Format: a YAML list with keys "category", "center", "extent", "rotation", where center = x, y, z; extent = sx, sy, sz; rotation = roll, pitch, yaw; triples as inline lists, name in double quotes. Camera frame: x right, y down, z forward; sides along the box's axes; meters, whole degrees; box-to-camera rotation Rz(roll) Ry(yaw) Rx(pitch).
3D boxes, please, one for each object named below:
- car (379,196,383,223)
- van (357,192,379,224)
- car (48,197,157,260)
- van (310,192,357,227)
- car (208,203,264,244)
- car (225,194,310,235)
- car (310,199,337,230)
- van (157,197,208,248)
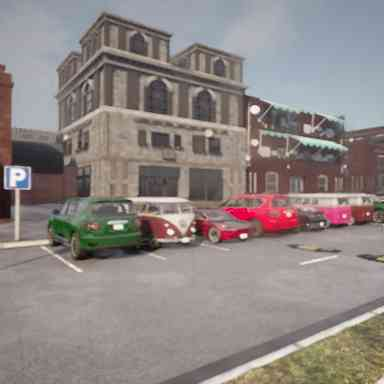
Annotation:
- category: "car"
  center: [12.140, 1.050, 23.997]
  extent: [2.435, 2.045, 5.566]
  rotation: [-1, 0, -35]
- category: "van"
  center: [9.691, 1.105, 22.438]
  extent: [1.878, 1.987, 4.442]
  rotation: [-1, 0, -35]
- category: "car"
  center: [-3.871, 1.208, 12.740]
  extent: [2.435, 2.045, 5.566]
  rotation: [0, 0, -35]
- category: "van"
  center: [7.525, 1.130, 20.905]
  extent: [1.878, 1.987, 4.442]
  rotation: [-1, 0, -35]
- category: "car"
  center: [0.806, 1.453, 15.973]
  extent: [2.163, 1.488, 4.792]
  rotation: [0, 0, -35]
- category: "car"
  center: [2.938, 1.152, 17.549]
  extent: [2.435, 2.045, 5.566]
  rotation: [-1, 0, -35]
- category: "car"
  center: [5.329, 1.381, 19.196]
  extent: [2.231, 1.521, 4.892]
  rotation: [-1, 1, -35]
- category: "van"
  center: [-1.518, 1.217, 14.223]
  extent: [1.878, 1.987, 4.442]
  rotation: [0, 0, -35]
